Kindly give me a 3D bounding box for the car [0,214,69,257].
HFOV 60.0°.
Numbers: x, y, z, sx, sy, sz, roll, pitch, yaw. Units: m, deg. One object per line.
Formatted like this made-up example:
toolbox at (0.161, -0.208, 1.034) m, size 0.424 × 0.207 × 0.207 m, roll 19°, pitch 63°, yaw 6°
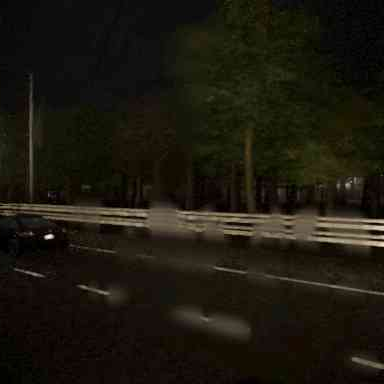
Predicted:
car at (-6.697, 1.565, 12.959) m, size 4.181 × 1.385 × 1.994 m, roll 0°, pitch 0°, yaw 36°
